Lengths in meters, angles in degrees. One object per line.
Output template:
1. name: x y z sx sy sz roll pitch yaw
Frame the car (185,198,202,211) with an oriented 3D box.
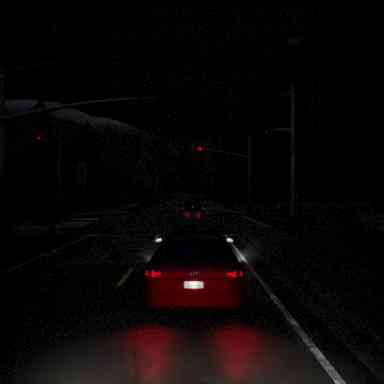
1. car: 0.078 1.525 41.150 1.812 1.442 4.674 0 0 0

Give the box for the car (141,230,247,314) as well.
1. car: 0.052 1.564 7.722 1.994 1.385 4.181 0 0 1
